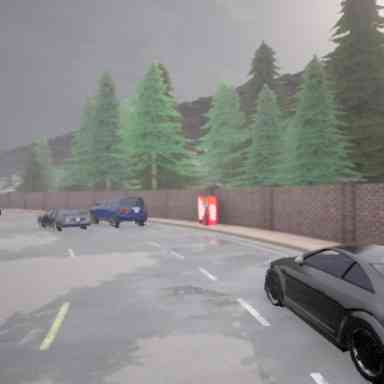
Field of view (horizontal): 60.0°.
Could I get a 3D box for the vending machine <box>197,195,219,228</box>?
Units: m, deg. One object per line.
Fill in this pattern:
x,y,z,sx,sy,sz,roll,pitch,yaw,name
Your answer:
1.036,1.225,21.520,1.100,2.100,0.880,-1,0,-32,vending machine

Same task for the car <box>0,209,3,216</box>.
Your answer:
-20.871,1.899,33.507,4.718,1.301,1.895,-1,0,42,car

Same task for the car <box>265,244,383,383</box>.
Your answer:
2.746,1.544,5.450,1.994,1.385,4.181,-1,0,-9,car

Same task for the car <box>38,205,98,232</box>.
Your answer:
-8.297,1.681,21.455,2.033,1.411,5.357,-1,0,-40,car

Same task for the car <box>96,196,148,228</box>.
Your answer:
-5.221,1.324,23.278,2.150,2.045,5.566,0,0,-39,car
